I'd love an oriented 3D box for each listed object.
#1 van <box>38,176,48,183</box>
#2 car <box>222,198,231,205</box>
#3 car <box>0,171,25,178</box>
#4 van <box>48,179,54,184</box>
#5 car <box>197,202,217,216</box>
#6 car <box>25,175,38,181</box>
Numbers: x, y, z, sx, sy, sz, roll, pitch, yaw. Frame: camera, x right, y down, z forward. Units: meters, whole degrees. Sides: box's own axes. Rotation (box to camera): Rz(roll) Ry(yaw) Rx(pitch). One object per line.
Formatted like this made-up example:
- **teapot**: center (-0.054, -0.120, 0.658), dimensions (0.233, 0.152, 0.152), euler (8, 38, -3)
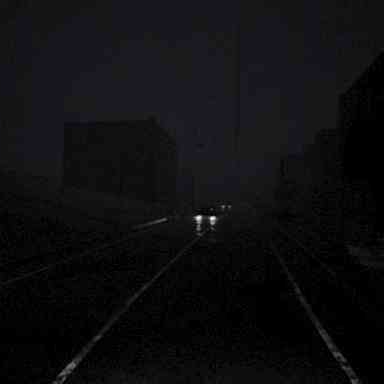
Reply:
- **van**: center (-27.650, -1.927, 59.002), dimensions (1.878, 1.987, 4.442), euler (0, -3, -6)
- **car**: center (8.088, 2.216, 77.649), dimensions (1.837, 1.490, 4.892), euler (0, -1, 9)
- **car**: center (-26.476, -2.262, 47.851), dimensions (2.002, 1.452, 4.674), euler (0, -3, -5)
- **van**: center (-28.409, -1.599, 64.479), dimensions (1.878, 1.987, 4.442), euler (1, -3, -8)
- **car**: center (1.688, 1.861, 37.506), dimensions (1.812, 1.442, 4.674), euler (0, -1, 9)
- **car**: center (-27.015, -1.976, 53.360), dimensions (2.002, 1.452, 4.674), euler (0, -3, -6)
